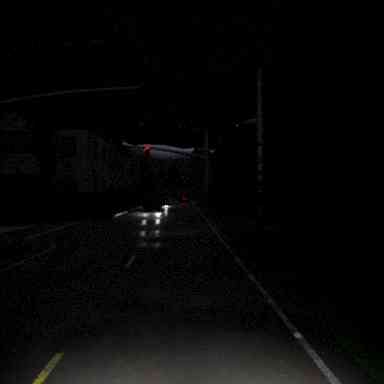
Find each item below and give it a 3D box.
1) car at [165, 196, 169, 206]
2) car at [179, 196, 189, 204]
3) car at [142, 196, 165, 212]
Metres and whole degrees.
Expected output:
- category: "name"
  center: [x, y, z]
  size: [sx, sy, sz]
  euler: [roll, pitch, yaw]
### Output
- category: "car"
  center: [-4.874, 1.475, 54.587]
  size: [1.837, 1.490, 4.892]
  euler: [0, 0, -1]
- category: "car"
  center: [-1.512, 1.443, 62.228]
  size: [2.128, 1.511, 4.902]
  euler: [0, 0, -1]
- category: "car"
  center: [-4.506, 1.488, 38.151]
  size: [1.837, 1.490, 4.892]
  euler: [0, 0, -1]
